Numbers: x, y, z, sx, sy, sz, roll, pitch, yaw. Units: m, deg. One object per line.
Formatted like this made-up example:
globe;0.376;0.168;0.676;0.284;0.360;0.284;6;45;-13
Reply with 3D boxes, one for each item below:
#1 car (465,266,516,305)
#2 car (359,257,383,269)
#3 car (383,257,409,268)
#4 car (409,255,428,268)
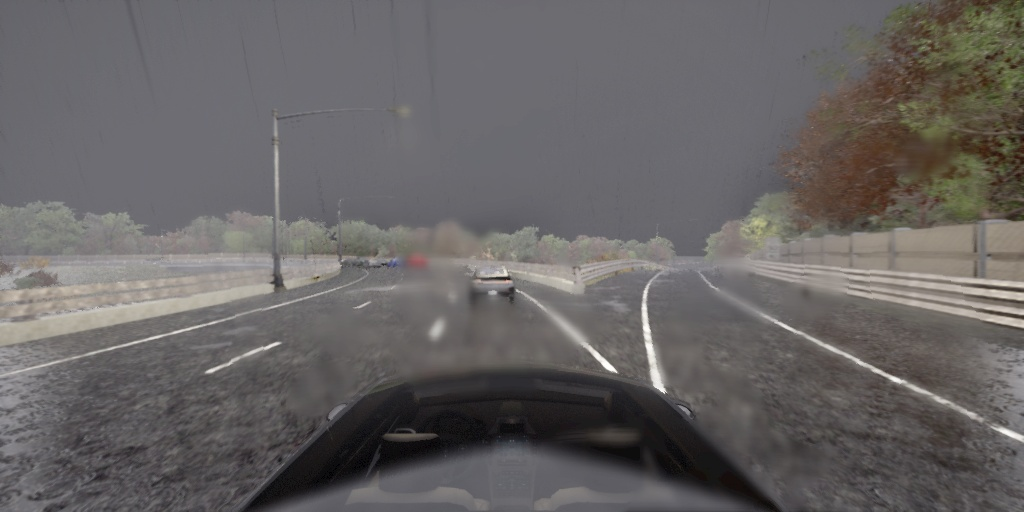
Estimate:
car;-0.967;1.179;15.692;2.128;1.511;4.902;-1;0;-7
car;-21.805;1.247;55.699;2.033;1.411;5.357;-1;0;-32
car;-18.409;1.135;56.853;1.882;1.535;5.008;-1;0;-32
car;-15.562;0.837;58.892;2.150;2.045;5.566;-1;0;-32
